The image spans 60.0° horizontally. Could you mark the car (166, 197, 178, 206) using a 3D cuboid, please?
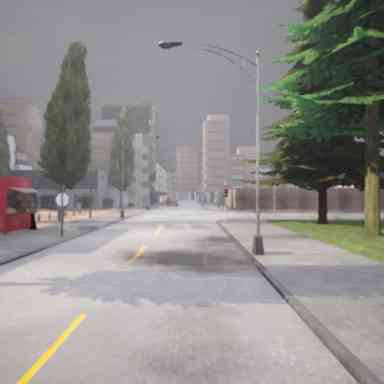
[{"bbox_3d":[-4.137,2.105,70.077,2.150,2.045,5.566,0,-1,0],"label":"car"}]
